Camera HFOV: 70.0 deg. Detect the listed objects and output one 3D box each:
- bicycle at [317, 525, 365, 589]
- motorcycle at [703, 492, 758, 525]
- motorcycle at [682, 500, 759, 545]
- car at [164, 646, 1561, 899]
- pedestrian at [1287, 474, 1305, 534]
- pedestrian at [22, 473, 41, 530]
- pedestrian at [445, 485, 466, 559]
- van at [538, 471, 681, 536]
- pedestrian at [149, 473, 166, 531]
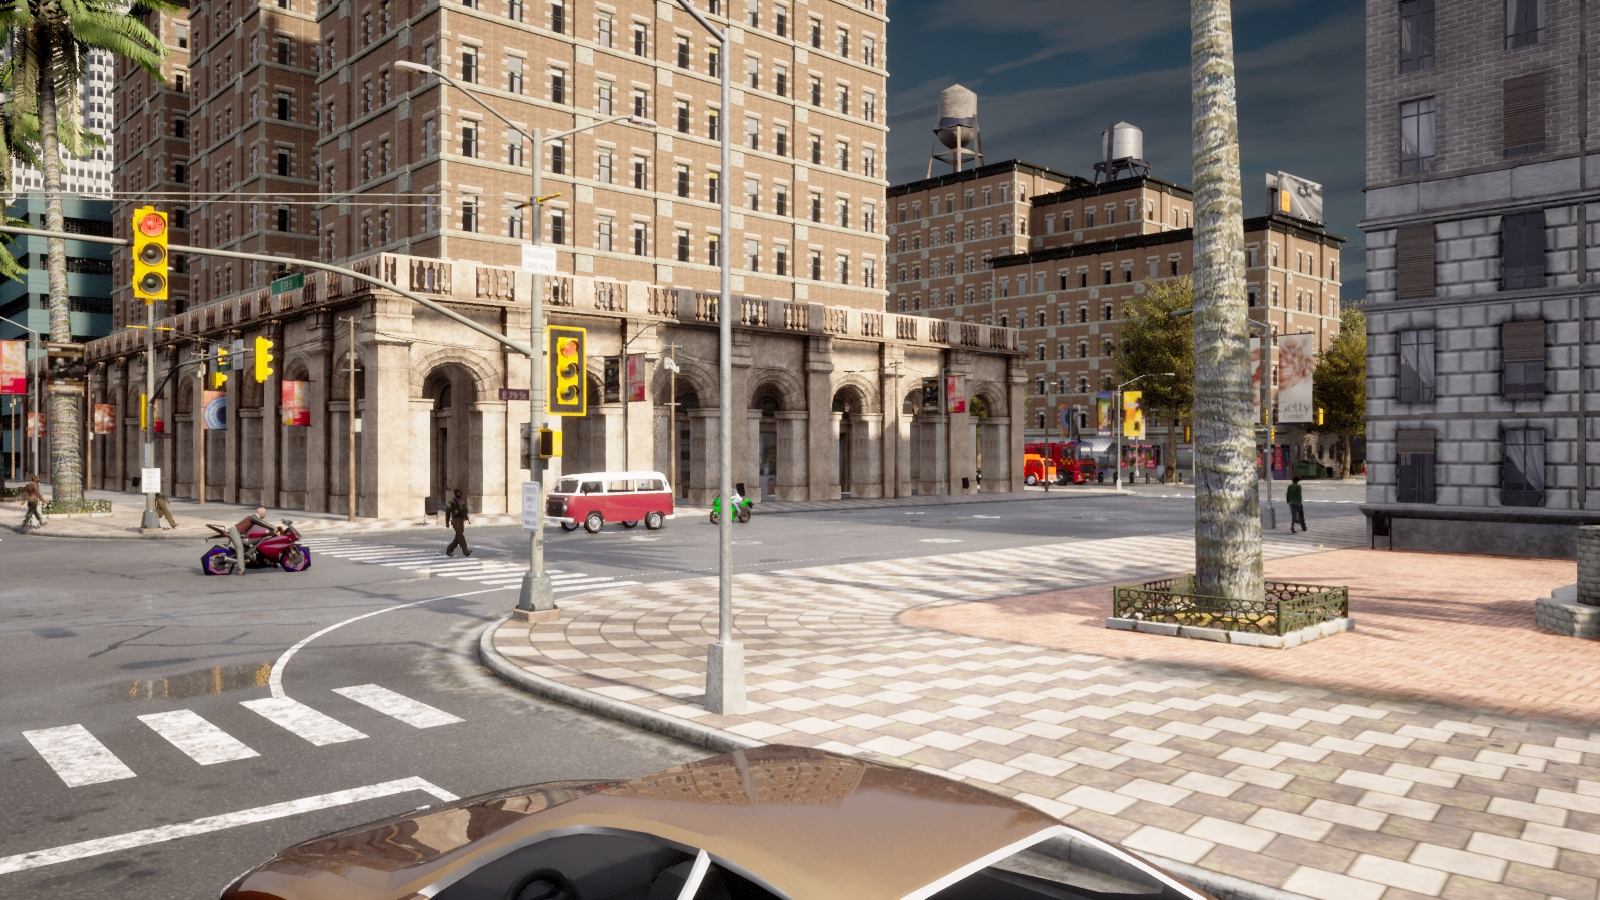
[{"bbox_3d":[-9.583,2.206,23.841,0.373,1.196,1.643,0,0,-42],"label":"bicycle"},{"bbox_3d":[-2.608,2.213,43.140,2.033,1.145,0.803,0,0,-43],"label":"motorcycle"},{"bbox_3d":[-2.427,2.205,35.063,2.209,1.251,0.867,0,0,-28],"label":"motorcycle"},{"bbox_3d":[-0.308,1.992,4.309,5.027,1.651,2.152,0,0,42],"label":"car"},{"bbox_3d":[15.654,1.697,36.065,0.375,1.860,0.375,0,0,-41],"label":"pedestrian"},{"bbox_3d":[-25.465,1.696,37.853,0.375,1.860,0.375,0,0,21],"label":"pedestrian"},{"bbox_3d":[-8.889,1.849,29.464,0.375,1.860,0.375,0,0,36],"label":"pedestrian"},{"bbox_3d":[-6.553,1.783,39.554,4.480,2.038,2.069,0,0,-42],"label":"van"},{"bbox_3d":[-20.990,1.696,37.325,0.375,1.860,0.375,0,0,-8],"label":"pedestrian"}]
